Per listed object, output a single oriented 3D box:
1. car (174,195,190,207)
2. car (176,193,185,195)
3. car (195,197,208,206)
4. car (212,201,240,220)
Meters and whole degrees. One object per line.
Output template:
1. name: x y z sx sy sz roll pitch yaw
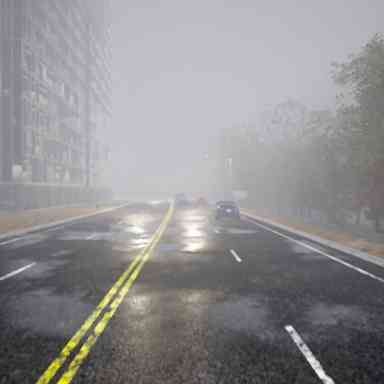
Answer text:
1. car: -1.390 1.534 51.435 1.994 1.385 4.181 0 0 -3
2. car: -2.269 1.175 64.115 2.150 2.045 5.566 0 0 -4
3. car: 1.545 1.489 55.611 1.812 1.442 4.674 0 0 -3
4. car: 2.825 1.491 28.274 2.163 1.488 4.792 0 0 -1
